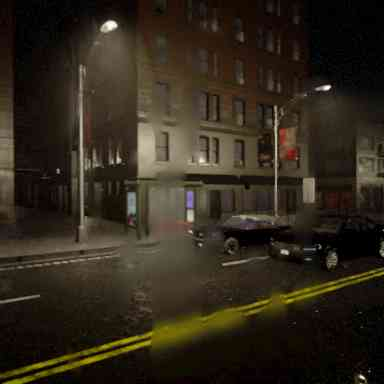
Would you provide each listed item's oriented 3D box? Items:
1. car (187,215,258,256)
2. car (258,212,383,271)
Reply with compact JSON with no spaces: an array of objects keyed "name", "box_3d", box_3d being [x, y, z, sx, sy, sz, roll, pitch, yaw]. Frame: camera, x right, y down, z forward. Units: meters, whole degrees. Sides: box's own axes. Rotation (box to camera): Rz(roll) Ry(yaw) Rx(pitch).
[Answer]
[{"name":"car","box_3d":[2.132,1.592,13.190,4.718,1.301,1.895,0,0,-35]},{"name":"car","box_3d":[4.705,1.468,11.032,5.008,1.535,1.882,0,0,-35]}]
